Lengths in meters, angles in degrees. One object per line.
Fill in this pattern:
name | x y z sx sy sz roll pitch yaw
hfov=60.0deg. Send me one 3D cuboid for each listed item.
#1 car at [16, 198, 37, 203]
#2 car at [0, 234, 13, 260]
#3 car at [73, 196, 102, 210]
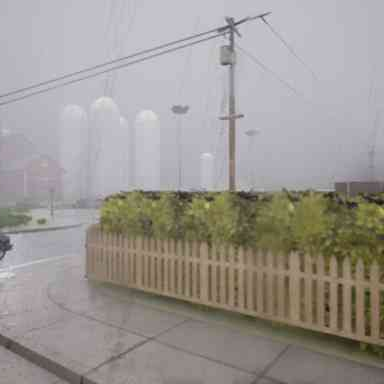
car | -25.655 1.661 51.601 4.193 1.474 1.816 0 0 35
car | -7.229 1.582 9.206 2.033 1.411 5.357 0 0 0
car | -14.413 1.637 45.232 3.905 1.438 1.784 0 0 35
